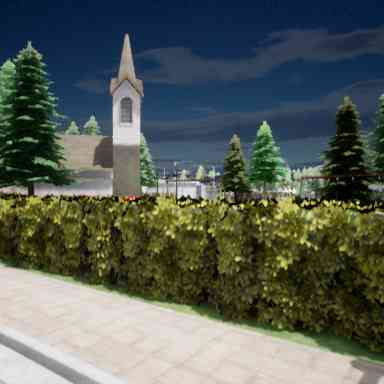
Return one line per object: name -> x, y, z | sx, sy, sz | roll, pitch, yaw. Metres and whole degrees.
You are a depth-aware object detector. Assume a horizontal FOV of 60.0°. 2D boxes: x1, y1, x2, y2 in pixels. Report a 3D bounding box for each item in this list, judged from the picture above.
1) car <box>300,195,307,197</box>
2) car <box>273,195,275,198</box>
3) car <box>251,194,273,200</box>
car -> 31.100, 1.306, 87.583 | 3.633, 1.501, 1.845 | 0, 0, 35
car -> 18.012, 1.316, 82.299 | 5.027, 1.636, 2.152 | 0, 0, 35
car -> 16.252, 1.325, 79.702 | 4.514, 1.523, 2.007 | 0, 0, 35
